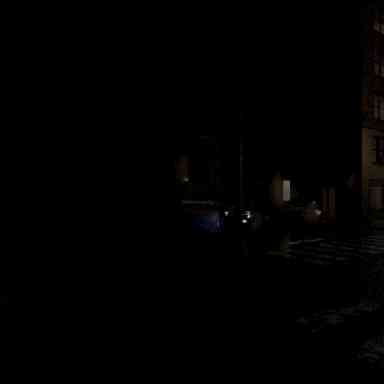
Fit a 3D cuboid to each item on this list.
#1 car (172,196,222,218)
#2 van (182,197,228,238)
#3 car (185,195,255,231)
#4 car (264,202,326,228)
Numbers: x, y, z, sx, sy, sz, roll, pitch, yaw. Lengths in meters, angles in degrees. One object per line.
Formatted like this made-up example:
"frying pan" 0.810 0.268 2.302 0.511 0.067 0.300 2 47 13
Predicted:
"car" 0.370 1.291 31.538 2.192 1.841 5.009 0 0 -35
"van" -0.189 1.339 17.483 1.690 1.788 3.998 0 0 -35
"car" 1.321 1.214 20.172 2.150 2.045 5.566 0 0 -33
"car" 6.782 1.422 22.392 1.967 1.590 4.097 0 0 -35
